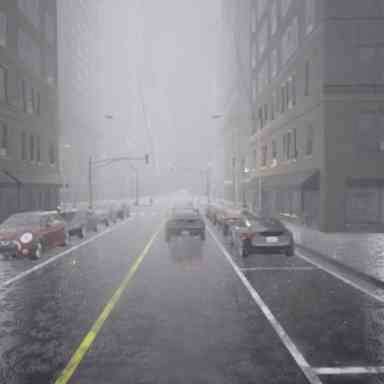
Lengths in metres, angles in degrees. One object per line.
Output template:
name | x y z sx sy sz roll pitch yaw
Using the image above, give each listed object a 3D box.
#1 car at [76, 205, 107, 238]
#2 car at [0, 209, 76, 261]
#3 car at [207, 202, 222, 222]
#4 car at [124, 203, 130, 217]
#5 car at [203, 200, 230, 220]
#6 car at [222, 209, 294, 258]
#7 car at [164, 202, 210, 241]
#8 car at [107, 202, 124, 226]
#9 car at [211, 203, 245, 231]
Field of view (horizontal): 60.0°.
car | -6.206 1.618 17.806 1.947 1.339 4.313 -1 0 -2
car | -6.060 1.494 12.303 1.967 1.590 4.097 -1 0 -2
car | 2.167 1.509 23.539 1.887 1.381 4.507 -1 0 -2
car | -6.503 1.595 28.813 1.887 1.381 4.507 -1 0 -2
car | 2.018 1.507 29.043 1.887 1.381 4.507 -1 0 -2
car | 2.464 1.532 12.533 1.947 1.339 4.313 -1 0 -2
car | -0.331 1.498 16.565 1.837 1.490 4.892 -1 0 -1
car | -6.354 1.602 23.310 2.008 1.369 4.403 -1 0 -2
car | 2.315 1.510 18.036 1.887 1.381 4.507 -1 0 -2
